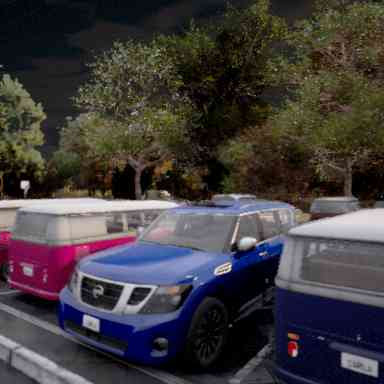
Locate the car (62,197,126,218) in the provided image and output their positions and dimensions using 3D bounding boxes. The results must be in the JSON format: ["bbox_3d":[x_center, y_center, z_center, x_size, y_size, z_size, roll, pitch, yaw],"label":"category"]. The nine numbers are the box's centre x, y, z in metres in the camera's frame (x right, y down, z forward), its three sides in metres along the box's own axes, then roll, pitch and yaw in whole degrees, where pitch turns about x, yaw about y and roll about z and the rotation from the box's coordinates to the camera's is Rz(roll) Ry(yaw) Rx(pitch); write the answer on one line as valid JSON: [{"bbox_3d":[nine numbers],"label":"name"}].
[{"bbox_3d":[-8.275,1.281,28.540,2.231,1.521,4.892,1,0,36],"label":"car"}]

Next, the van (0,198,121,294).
[{"bbox_3d":[-1.805,1.225,7.999,1.878,1.987,4.442,1,0,35],"label":"van"}]

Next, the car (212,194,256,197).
[{"bbox_3d":[3.041,1.166,20.500,2.435,2.045,5.566,1,0,35],"label":"car"}]

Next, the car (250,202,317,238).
[{"bbox_3d":[5.391,1.442,19.018,1.946,1.575,5.366,1,0,35],"label":"car"}]

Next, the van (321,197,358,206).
[{"bbox_3d":[7.611,1.247,17.350,1.878,1.987,4.442,1,0,35],"label":"van"}]

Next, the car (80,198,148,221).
[{"bbox_3d":[-6.125,1.304,26.772,1.946,1.575,5.366,1,0,35],"label":"car"}]

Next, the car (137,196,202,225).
[{"bbox_3d":[-1.480,1.237,23.726,2.185,1.767,4.553,1,0,35],"label":"car"}]

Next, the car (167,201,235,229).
[{"bbox_3d":[0.746,1.420,22.066,2.163,1.488,4.792,1,0,35],"label":"car"}]

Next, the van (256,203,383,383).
[{"bbox_3d":[2.758,1.281,4.746,1.878,1.987,4.442,1,0,35],"label":"van"}]

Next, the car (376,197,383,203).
[{"bbox_3d":[9.821,1.249,15.666,2.435,2.045,5.566,1,0,35],"label":"car"}]

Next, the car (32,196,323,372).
[{"bbox_3d":[0.394,1.228,6.254,2.435,2.045,5.566,1,0,35],"label":"car"}]
